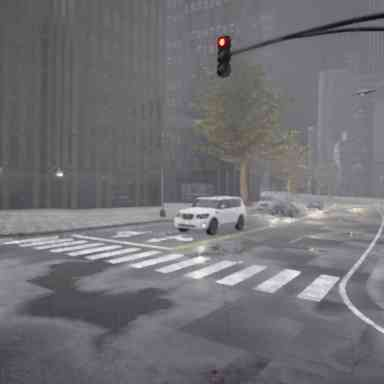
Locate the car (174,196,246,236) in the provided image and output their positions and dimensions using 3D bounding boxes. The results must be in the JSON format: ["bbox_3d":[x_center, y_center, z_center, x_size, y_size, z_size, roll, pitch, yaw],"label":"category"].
[{"bbox_3d":[1.272,1.285,19.641,2.150,2.045,5.566,1,0,34],"label":"car"}]

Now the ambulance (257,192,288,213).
[{"bbox_3d":[9.569,1.181,39.572,2.351,2.431,6.366,1,0,29],"label":"ambulance"}]

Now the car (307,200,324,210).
[{"bbox_3d":[18.140,1.884,48.716,2.033,1.411,5.357,1,0,27],"label":"car"}]

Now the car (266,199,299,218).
[{"bbox_3d":[9.100,1.720,32.493,1.994,1.385,4.181,1,0,30],"label":"car"}]
